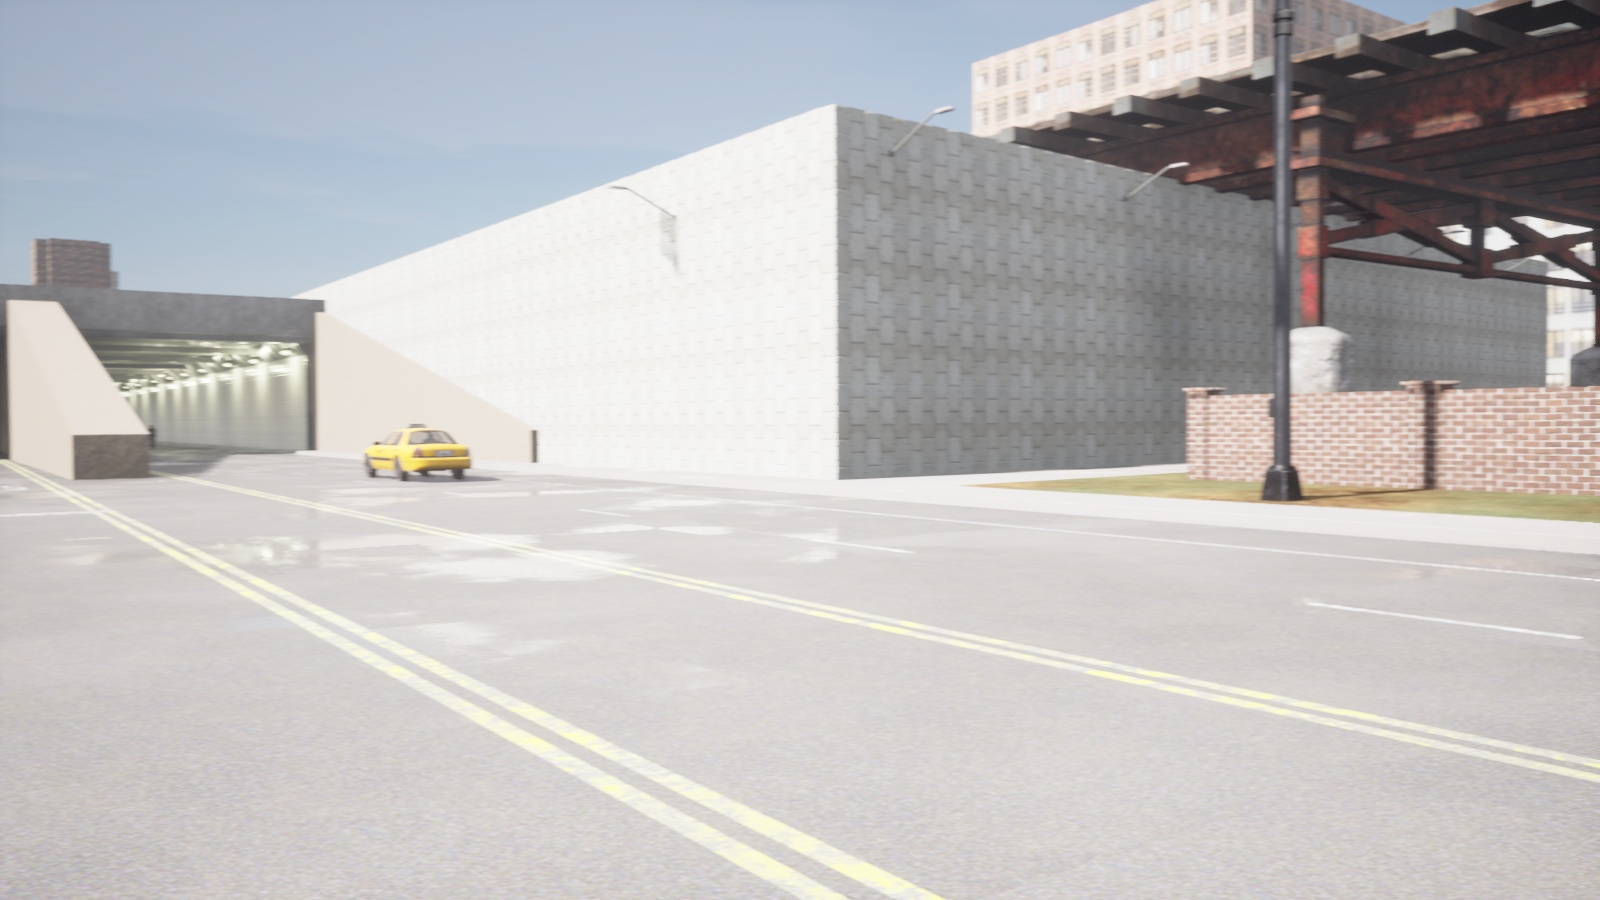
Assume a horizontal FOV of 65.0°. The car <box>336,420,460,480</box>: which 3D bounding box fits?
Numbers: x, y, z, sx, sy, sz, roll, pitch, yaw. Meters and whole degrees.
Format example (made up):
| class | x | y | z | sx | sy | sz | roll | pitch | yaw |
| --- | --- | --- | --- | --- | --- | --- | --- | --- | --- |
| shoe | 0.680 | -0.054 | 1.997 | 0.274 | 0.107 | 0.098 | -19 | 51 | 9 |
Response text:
| class | x | y | z | sx | sy | sz | roll | pitch | yaw |
| --- | --- | --- | --- | --- | --- | --- | --- | --- | --- |
| car | -11.486 | -0.057 | 35.603 | 1.801 | 1.575 | 5.366 | -1 | 2 | -35 |
